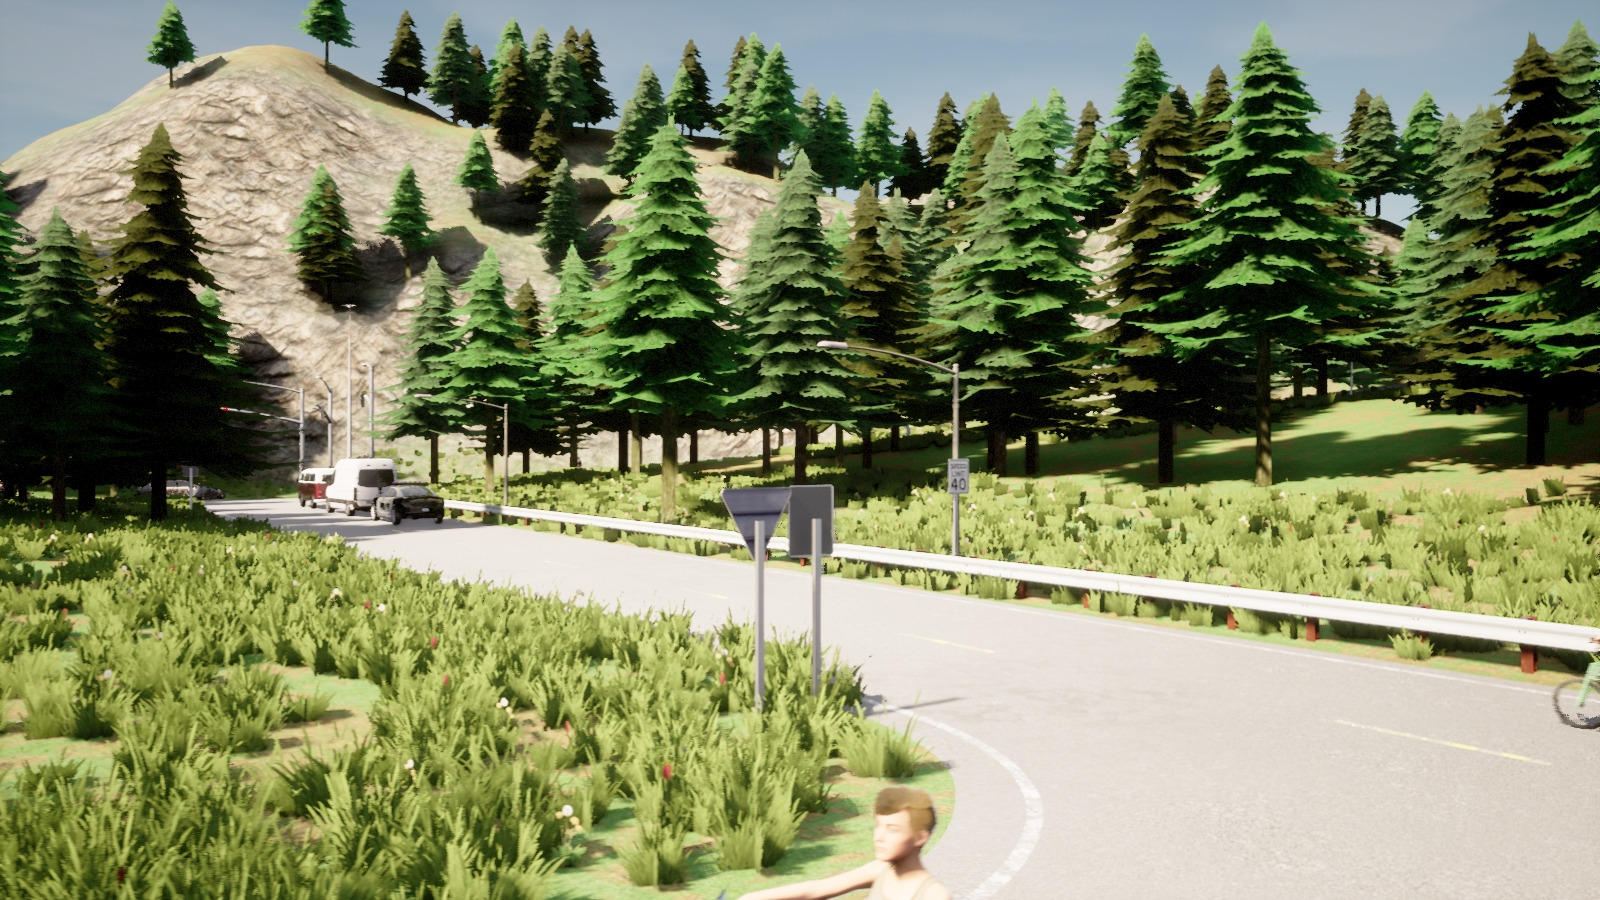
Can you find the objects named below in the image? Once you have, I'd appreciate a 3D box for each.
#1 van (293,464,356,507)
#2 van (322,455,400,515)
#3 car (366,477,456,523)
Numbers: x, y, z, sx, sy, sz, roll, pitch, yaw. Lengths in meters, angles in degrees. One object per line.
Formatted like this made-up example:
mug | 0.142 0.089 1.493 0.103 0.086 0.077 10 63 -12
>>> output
van | -24.343 1.791 58.440 2.069 2.038 4.480 0 0 -35
van | -20.279 1.543 52.624 1.988 2.561 5.915 0 0 -35
car | -15.923 1.991 46.619 2.097 1.638 5.238 0 0 -35
